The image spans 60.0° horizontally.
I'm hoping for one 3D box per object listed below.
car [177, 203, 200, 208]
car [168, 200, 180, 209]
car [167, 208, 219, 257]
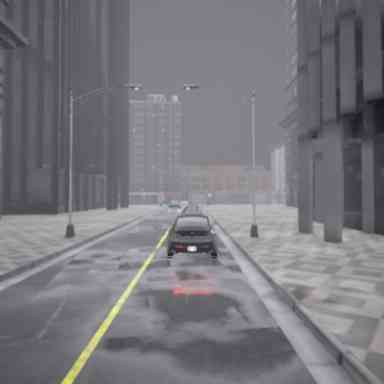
[{"bbox_3d":[0.025,1.861,28.536,1.994,1.385,4.181,0,-1,1],"label":"car"},{"bbox_3d":[-3.054,2.158,58.244,1.882,1.535,5.008,0,-1,0],"label":"car"},{"bbox_3d":[0.025,1.645,13.518,1.837,1.490,4.892,0,0,1],"label":"car"}]
